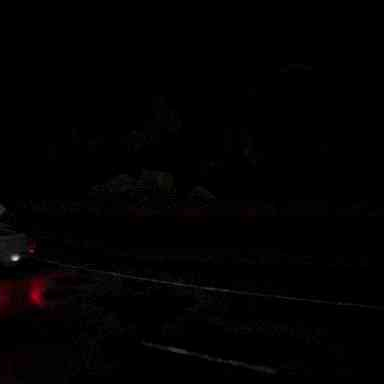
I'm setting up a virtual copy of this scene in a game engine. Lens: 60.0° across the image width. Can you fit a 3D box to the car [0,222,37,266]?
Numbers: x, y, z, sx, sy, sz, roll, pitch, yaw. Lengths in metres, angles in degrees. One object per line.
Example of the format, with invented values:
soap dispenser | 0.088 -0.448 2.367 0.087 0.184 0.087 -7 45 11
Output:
car | -6.949 1.705 11.097 4.674 1.442 1.812 -1 -1 38
